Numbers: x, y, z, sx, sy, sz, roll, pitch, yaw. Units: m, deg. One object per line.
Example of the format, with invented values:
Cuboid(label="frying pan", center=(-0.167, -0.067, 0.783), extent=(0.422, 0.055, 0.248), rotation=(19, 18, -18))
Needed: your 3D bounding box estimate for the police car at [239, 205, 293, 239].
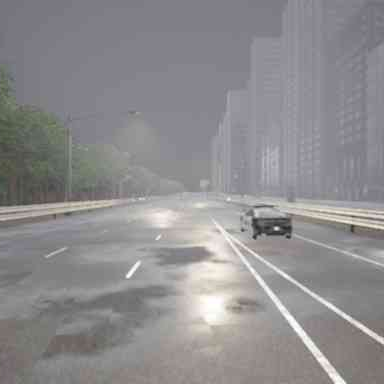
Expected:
Cuboid(label="police car", center=(3.828, 1.515, 18.076), extent=(1.930, 1.638, 5.238), rotation=(0, 0, -2))
